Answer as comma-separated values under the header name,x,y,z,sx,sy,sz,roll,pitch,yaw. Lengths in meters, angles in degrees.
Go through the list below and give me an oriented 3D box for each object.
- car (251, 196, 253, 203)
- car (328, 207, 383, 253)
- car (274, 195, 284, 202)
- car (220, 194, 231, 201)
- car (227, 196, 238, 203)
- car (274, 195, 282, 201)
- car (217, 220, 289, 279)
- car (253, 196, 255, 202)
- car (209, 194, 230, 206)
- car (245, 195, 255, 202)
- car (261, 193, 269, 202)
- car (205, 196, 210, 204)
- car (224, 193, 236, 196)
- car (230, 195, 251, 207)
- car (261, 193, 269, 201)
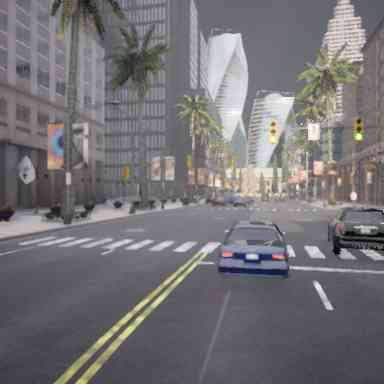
name,x,y,z,sx,sy,sz,roll,pitch,yaw
car,9.740,1.639,61.434,1.994,1.385,4.181,0,0,14
car,6.731,1.380,13.486,2.097,1.767,4.553,0,0,20
car,21.532,1.714,81.617,1.895,1.301,4.718,0,0,12
car,8.826,1.446,87.198,2.185,1.767,4.553,0,0,12
car,8.980,1.635,73.767,1.994,1.385,4.181,0,0,13
car,23.652,1.628,91.445,1.837,1.490,4.892,0,0,12
car,1.913,1.561,10.220,2.033,1.411,5.357,0,0,12
car,11.927,1.641,70.951,1.994,1.385,4.181,0,0,13
car,4.560,1.533,54.628,1.882,1.535,5.008,0,0,13
car,14.256,1.628,81.129,2.128,1.511,4.902,0,0,13
car,18.121,1.667,82.399,1.994,1.385,4.181,0,0,12
car,3.902,1.575,65.827,2.161,1.482,4.786,0,0,12
car,6.776,1.290,64.074,2.150,2.045,5.566,0,0,13
car,7.641,1.609,52.437,2.033,1.411,5.357,0,0,13
car,20.239,1.353,92.218,2.150,2.045,5.566,0,0,12
